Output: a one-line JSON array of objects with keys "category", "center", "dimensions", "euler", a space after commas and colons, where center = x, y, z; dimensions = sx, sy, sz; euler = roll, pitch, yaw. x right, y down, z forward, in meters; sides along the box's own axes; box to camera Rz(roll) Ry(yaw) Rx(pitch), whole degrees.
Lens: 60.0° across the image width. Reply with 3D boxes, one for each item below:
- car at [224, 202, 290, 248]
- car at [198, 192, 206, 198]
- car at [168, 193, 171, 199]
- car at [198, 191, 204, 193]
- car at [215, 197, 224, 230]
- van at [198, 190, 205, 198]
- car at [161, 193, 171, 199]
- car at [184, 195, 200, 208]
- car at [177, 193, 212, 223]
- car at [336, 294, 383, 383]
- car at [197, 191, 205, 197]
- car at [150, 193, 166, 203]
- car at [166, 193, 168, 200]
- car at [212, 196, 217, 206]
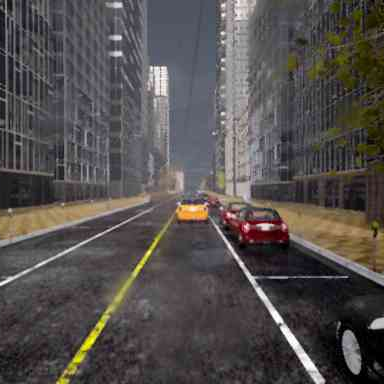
[{"category": "car", "center": [2.659, 1.318, 13.978], "dimensions": [1.967, 1.590, 4.097], "euler": [0, 1, 0]}, {"category": "car", "center": [2.487, 0.790, 82.284], "dimensions": [1.947, 1.339, 4.313], "euler": [0, 1, 0]}, {"category": "car", "center": [-5.865, 0.889, 70.887], "dimensions": [1.887, 1.381, 4.507], "euler": [0, 1, 0]}, {"category": "car", "center": [2.544, 1.021, 59.516], "dimensions": [1.947, 1.339, 4.313], "euler": [0, 1, 0]}, {"category": "car", "center": [2.644, 1.268, 19.670], "dimensions": [1.967, 1.590, 4.097], "euler": [0, 1, 0]}, {"category": "van", "center": [2.473, 0.506, 87.975], "dimensions": [1.690, 1.788, 3.998], "euler": [0, 1, 0]}, {"category": "car", "center": [-5.880, 0.852, 76.579], "dimensions": [1.947, 1.339, 4.313], "euler": [0, 1, 0]}, {"category": "car", "center": [-0.011, 1.158, 41.389], "dimensions": [1.812, 1.442, 4.674], "euler": [0, 0, 0]}, {"category": "car", "center": [0.041, 1.148, 23.375], "dimensions": [2.097, 1.767, 4.553], "euler": [0, 0, 0]}, {"category": "car", "center": [2.687, 1.527, 2.594], "dimensions": [2.008, 1.369, 4.403], "euler": [0, 0, 0]}, {"category": "car", "center": [2.459, 0.544, 93.667], "dimensions": [1.967, 1.590, 4.097], "euler": [0, 1, 0]}, {"category": "car", "center": [-5.822, 1.059, 53.809], "dimensions": [1.887, 1.381, 4.507], "euler": [0, 1, 0]}, {"category": "car", "center": [-5.836, 1.040, 59.503], "dimensions": [1.802, 1.307, 4.206], "euler": [0, 1, 0]}, {"category": "car", "center": [2.587, 1.166, 42.440], "dimensions": [1.887, 1.381, 4.507], "euler": [0, 1, 0]}]
